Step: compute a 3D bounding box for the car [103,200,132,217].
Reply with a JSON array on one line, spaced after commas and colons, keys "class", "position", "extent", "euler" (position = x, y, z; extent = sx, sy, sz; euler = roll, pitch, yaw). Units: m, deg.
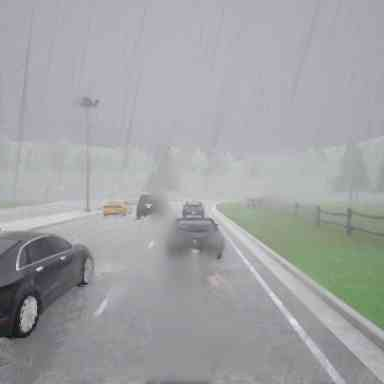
[{"class": "car", "position": [-6.886, 1.485, 31.232], "extent": [1.882, 1.535, 5.008], "euler": [0, 0, 0]}]

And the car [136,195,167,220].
[{"class": "car", "position": [-3.388, 1.229, 28.665], "extent": [2.150, 2.045, 5.566], "euler": [0, 0, 0]}]

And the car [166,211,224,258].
[{"class": "car", "position": [0.103, 1.604, 12.749], "extent": [1.895, 1.301, 4.718], "euler": [0, 0, 0]}]

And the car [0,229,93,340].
[{"class": "car", "position": [-3.413, 1.507, 6.520], "extent": [1.837, 1.490, 4.892], "euler": [0, 0, 0]}]

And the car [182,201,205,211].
[{"class": "car", "position": [0.112, 1.500, 29.668], "extent": [2.128, 1.511, 4.902], "euler": [0, 0, 0]}]
